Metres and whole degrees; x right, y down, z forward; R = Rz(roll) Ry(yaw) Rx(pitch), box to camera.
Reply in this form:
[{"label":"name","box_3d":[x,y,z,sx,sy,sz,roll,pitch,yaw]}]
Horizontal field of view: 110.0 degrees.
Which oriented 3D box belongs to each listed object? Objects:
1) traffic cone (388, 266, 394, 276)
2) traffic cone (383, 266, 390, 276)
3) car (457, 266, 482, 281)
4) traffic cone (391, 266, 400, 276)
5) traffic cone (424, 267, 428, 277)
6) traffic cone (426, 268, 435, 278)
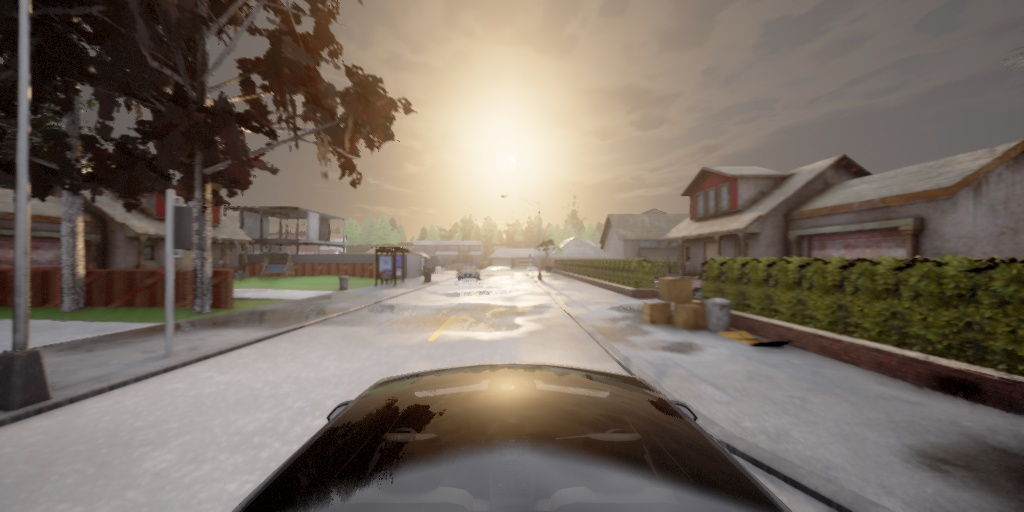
[{"label":"traffic cone","box_3d":[-15.820,1.987,47.376,0.344,0.586,0.344,0,0,0]},{"label":"traffic cone","box_3d":[-16.859,2.021,48.376,0.344,0.586,0.344,0,0,0]},{"label":"car","box_3d":[-3.983,1.619,34.239,1.994,1.385,4.181,0,-1,0]},{"label":"traffic cone","box_3d":[-15.250,1.987,47.015,0.344,0.586,0.344,0,0,0]},{"label":"traffic cone","box_3d":[-10.369,1.956,42.966,0.344,0.586,0.344,0,0,0]},{"label":"traffic cone","box_3d":[-9.649,1.980,42.445,0.344,0.586,0.344,0,0,0]}]
